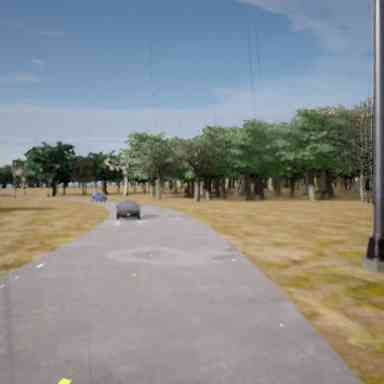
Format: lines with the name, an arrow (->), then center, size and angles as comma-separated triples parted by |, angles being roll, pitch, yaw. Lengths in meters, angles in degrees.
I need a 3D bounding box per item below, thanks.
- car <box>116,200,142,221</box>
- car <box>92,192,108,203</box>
car -> -5.195, 1.421, 27.422 | 1.882, 1.535, 5.008 | 0, 0, -10
car -> -18.598, 1.049, 66.774 | 2.150, 2.045, 5.566 | -1, 1, -28
